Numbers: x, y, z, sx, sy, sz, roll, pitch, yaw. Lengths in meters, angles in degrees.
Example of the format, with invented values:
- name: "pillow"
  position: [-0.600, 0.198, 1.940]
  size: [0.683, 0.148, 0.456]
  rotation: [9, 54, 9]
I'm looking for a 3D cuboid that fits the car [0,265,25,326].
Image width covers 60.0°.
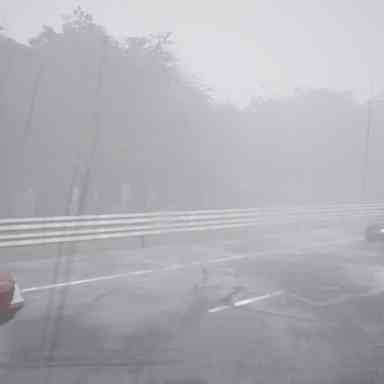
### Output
- name: "car"
  position: [-4.954, 1.601, 4.507]
  size: [4.718, 1.301, 1.895]
  rotation: [0, 0, -36]

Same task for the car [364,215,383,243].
- name: "car"
  position: [9.554, 1.566, 14.860]
  size: [4.181, 1.385, 1.994]
  rotation: [0, 0, -35]
